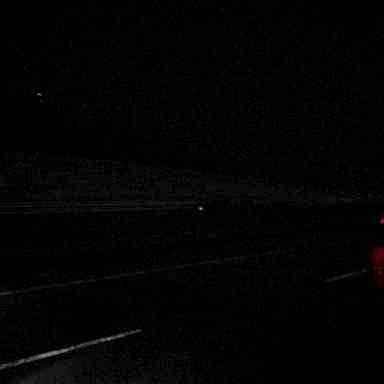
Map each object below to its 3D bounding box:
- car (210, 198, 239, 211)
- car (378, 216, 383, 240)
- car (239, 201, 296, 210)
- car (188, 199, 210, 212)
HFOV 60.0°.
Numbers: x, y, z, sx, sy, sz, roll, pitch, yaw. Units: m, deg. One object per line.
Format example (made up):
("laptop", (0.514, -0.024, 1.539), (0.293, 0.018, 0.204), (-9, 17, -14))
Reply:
("car", (4.300, 1.538, 28.609), (4.902, 1.511, 2.128), (0, 0, -36))
("car", (10.836, 1.395, 15.806), (4.553, 1.767, 2.097), (0, 0, -36))
("car", (6.238, 1.552, 25.690), (4.892, 1.490, 1.837), (0, 0, -36))
("car", (1.858, 1.397, 31.163), (4.553, 1.767, 2.097), (0, 0, -36))
